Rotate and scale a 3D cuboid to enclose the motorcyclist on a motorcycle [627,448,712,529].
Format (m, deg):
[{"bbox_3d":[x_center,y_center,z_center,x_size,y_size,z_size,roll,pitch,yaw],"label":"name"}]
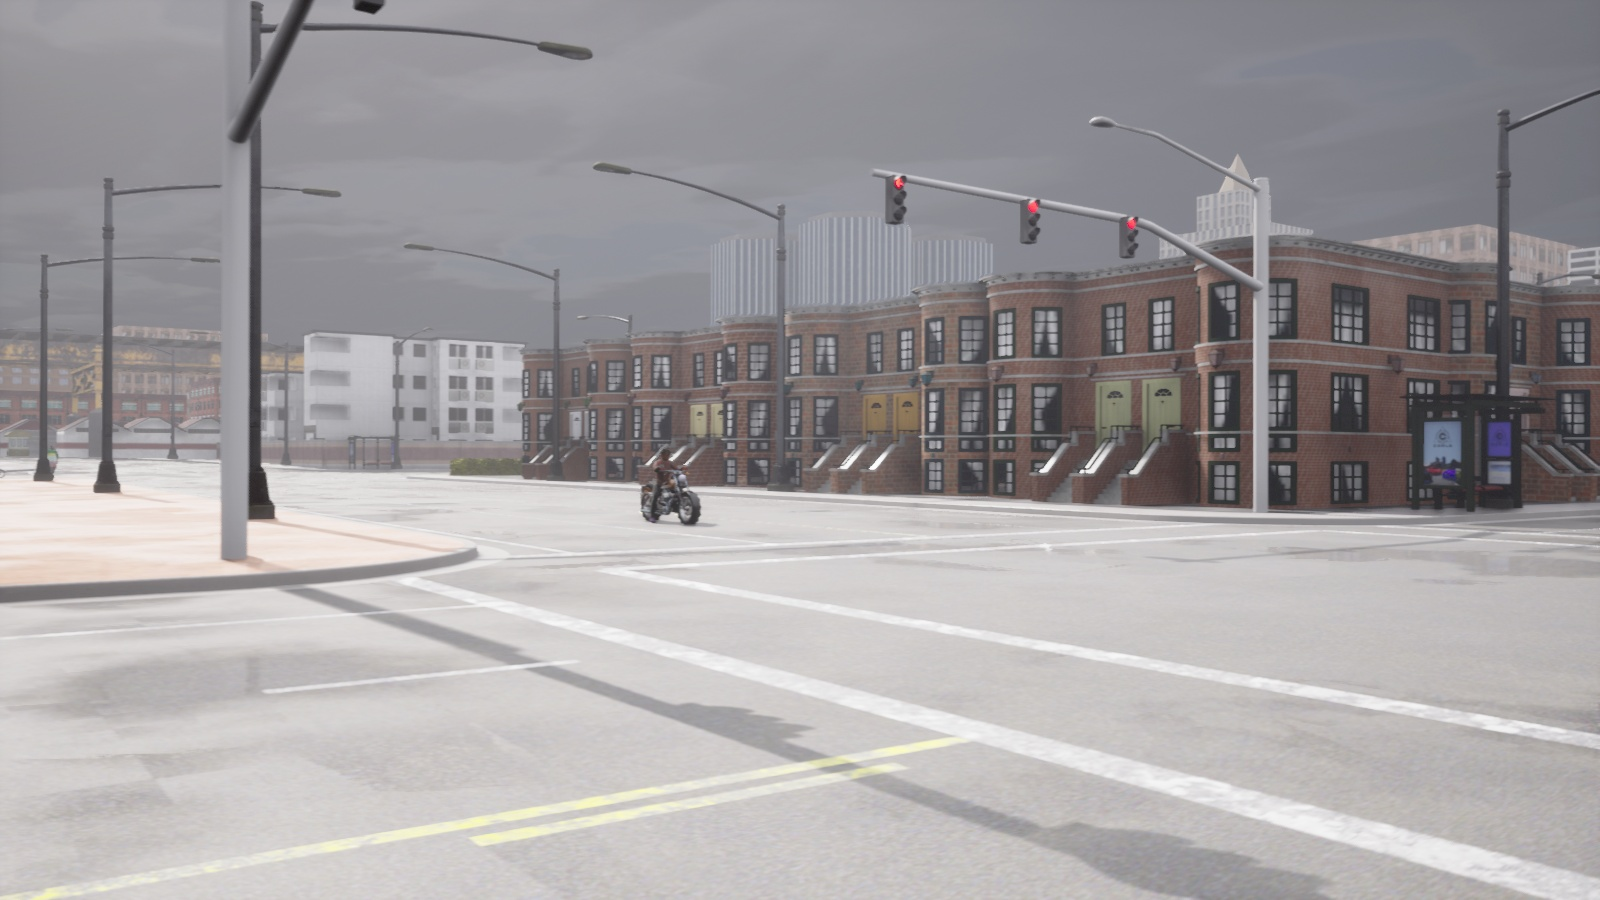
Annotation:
[{"bbox_3d":[-2.823,0.787,26.881,0.766,1.649,2.350,0,0,-35],"label":"motorcyclist on a motorcycle"}]

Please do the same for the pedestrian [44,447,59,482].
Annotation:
[{"bbox_3d":[-42.585,0.804,71.418,0.659,1.952,0.873,0,0,-36],"label":"pedestrian"}]
